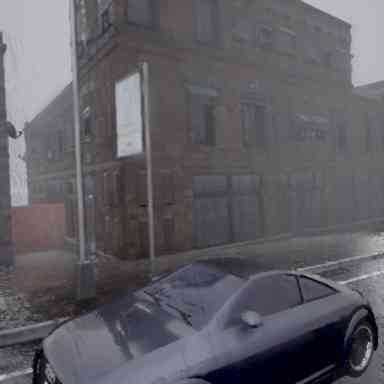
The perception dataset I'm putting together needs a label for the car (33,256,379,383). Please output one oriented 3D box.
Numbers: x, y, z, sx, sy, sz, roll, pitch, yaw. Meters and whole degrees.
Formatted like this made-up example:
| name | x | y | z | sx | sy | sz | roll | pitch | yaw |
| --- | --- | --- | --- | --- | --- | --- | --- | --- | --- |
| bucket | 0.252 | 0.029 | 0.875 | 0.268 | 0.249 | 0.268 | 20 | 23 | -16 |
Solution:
| name | x | y | z | sx | sy | sz | roll | pitch | yaw |
| --- | --- | --- | --- | --- | --- | --- | --- | --- | --- |
| car | 0.385 | 1.563 | 4.011 | 4.181 | 1.385 | 1.994 | 0 | 0 | -35 |
